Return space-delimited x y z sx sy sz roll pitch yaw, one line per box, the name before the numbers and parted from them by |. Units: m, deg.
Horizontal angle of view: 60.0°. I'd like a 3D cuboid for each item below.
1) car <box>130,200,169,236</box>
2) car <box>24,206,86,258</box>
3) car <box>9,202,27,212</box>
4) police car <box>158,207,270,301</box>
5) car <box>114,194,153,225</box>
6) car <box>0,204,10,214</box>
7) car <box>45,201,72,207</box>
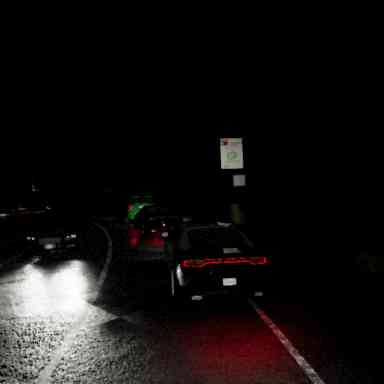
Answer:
car | -2.051 1.449 18.592 1.882 1.535 5.008 -2 0 -18
car | -5.311 1.549 13.337 2.128 1.511 4.902 -1 0 -15
car | -27.554 2.352 51.565 4.892 1.490 1.837 -3 2 34
police car | 0.296 1.403 8.525 1.930 1.638 5.238 -1 0 -8
car | -4.260 1.213 24.490 2.150 2.045 5.566 -2 0 -23
car | -29.131 2.568 48.489 4.892 1.490 1.837 -3 2 37
car | -17.046 1.862 42.283 4.902 1.511 2.128 -2 2 45
